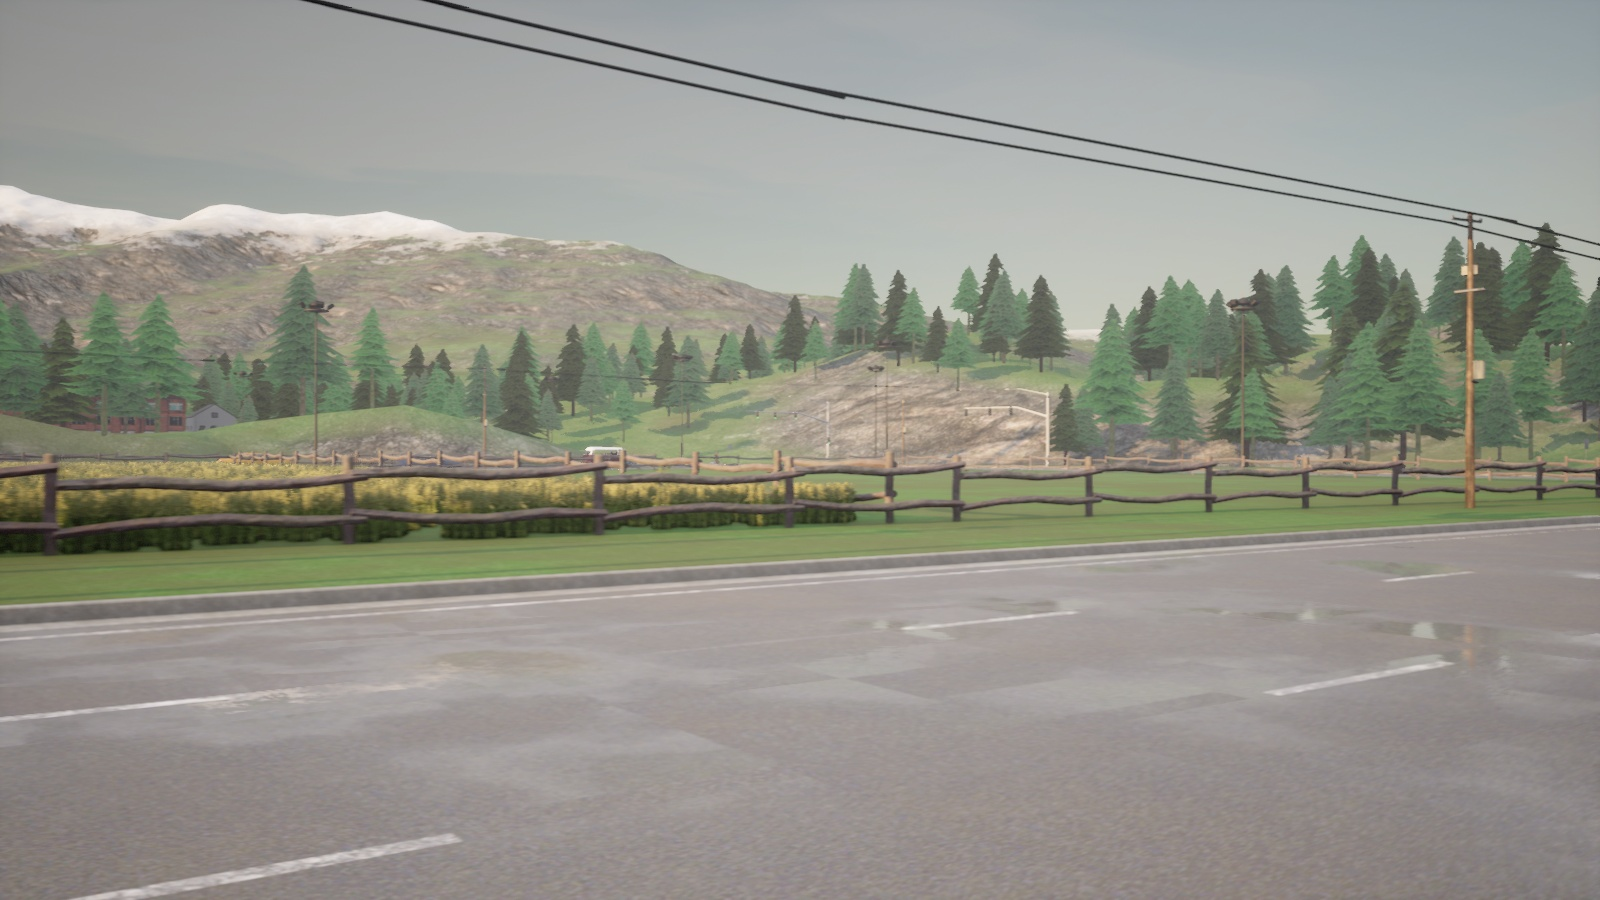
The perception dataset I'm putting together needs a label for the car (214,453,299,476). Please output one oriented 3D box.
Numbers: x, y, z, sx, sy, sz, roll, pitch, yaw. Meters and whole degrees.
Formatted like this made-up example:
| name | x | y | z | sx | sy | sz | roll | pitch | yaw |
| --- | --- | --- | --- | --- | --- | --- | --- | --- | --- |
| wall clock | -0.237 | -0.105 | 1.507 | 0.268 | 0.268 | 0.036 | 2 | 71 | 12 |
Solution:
| name | x | y | z | sx | sy | sz | roll | pitch | yaw |
| --- | --- | --- | --- | --- | --- | --- | --- | --- | --- |
| car | -38.955 | 1.004 | 90.102 | 5.366 | 1.575 | 1.801 | 0 | 0 | -35 |
